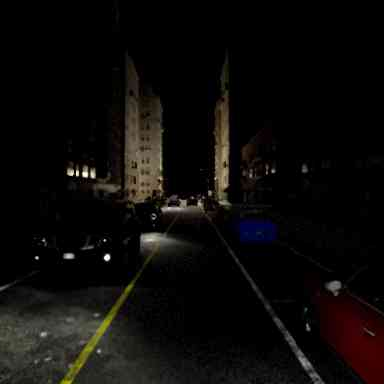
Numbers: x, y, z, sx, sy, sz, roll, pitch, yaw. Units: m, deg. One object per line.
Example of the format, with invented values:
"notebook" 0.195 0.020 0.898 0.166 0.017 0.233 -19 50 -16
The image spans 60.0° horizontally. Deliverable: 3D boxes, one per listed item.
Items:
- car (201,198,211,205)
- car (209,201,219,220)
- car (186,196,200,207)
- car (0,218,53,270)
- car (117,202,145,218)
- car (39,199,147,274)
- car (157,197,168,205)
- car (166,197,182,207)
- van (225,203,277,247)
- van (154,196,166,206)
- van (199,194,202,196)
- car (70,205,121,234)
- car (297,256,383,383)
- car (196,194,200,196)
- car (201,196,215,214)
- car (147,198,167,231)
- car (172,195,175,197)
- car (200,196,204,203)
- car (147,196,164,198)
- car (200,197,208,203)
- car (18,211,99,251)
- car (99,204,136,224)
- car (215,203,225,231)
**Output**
"car" 2.734 1.881 66.240 1.802 1.307 4.206 0 0 0
"car" 2.695 1.677 26.555 2.008 1.369 4.403 0 0 0
"car" 0.068 1.803 57.636 1.812 1.442 4.674 0 0 0
"car" -5.848 1.629 9.551 1.802 1.307 4.206 0 0 0
"car" -5.825 1.697 32.223 1.887 1.381 4.507 0 0 0
"car" -3.082 1.278 11.139 2.150 2.045 5.566 0 0 0
"car" -5.791 1.824 66.064 1.752 1.417 4.829 0 0 0
"car" -3.000 1.854 55.040 1.895 1.301 4.718 0 0 1
"van" 2.683 1.415 15.217 1.690 1.788 3.998 0 0 0
"van" -5.798 1.618 60.565 1.690 1.788 3.998 0 0 0
"van" 2.740 1.661 71.911 1.690 1.788 3.998 0 0 0
"car" -5.837 1.625 20.717 1.752 1.417 4.829 0 0 0
"car" 2.672 1.460 3.878 1.967 1.590 4.097 0 0 0
"car" 0.073 1.750 71.411 1.994 1.385 4.181 0 0 0
"car" 2.389 1.638 38.725 1.801 1.575 5.366 0 0 0
"car" -3.030 1.456 21.551 2.097 1.767 4.553 0 0 1
"car" -5.780 1.889 77.570 2.008 1.369 4.403 0 0 0
"car" 2.723 1.818 54.901 1.947 1.339 4.313 0 0 0
"car" -5.809 1.543 49.230 2.192 1.841 5.009 0 0 0
"car" 2.746 1.864 77.749 1.752 1.417 4.829 0 0 0
"car" -5.843 1.640 15.219 1.947 1.339 4.313 0 0 0
"car" -5.831 1.693 26.555 1.947 1.339 4.313 0 0 0
"car" 2.689 1.627 21.055 1.752 1.417 4.829 0 0 0
